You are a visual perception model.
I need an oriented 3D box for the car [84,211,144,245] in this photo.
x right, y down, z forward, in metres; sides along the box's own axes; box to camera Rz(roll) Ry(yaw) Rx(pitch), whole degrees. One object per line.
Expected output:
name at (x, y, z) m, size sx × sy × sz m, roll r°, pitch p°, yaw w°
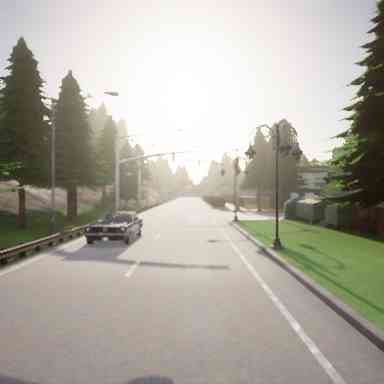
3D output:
car at (-3.534, 1.622, 15.805) m, size 1.895 × 1.301 × 4.718 m, roll 0°, pitch 0°, yaw 0°
